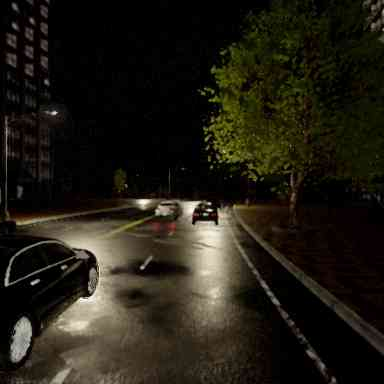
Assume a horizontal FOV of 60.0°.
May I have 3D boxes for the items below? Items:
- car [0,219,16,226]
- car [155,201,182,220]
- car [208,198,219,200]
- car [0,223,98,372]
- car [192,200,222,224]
[{"bbox_3d":[-9.451,1.601,13.787,1.895,1.301,4.718,0,0,2],"label":"car"},{"bbox_3d":[-1.922,1.501,28.201,1.812,1.442,4.674,0,0,5],"label":"car"},{"bbox_3d":[2.677,1.499,41.561,1.812,1.442,4.674,0,0,7],"label":"car"},{"bbox_3d":[-3.049,1.497,5.625,1.837,1.490,4.892,0,0,1],"label":"car"},{"bbox_3d":[1.022,1.528,24.253,2.033,1.411,5.357,0,0,4],"label":"car"}]
